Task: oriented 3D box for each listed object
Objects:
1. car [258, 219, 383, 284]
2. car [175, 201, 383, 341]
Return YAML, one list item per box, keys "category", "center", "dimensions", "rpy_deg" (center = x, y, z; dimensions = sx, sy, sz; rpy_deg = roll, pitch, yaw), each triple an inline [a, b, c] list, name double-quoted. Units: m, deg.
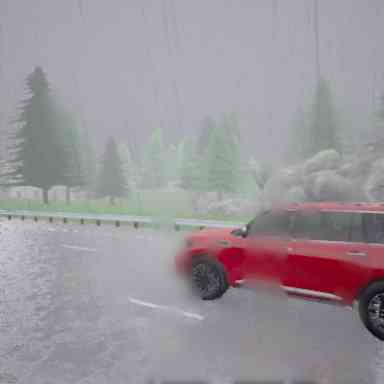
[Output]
- category: "car"
  center: [4.458, 1.573, 9.359]
  dimensions: [4.718, 1.301, 1.895]
  rpy_deg: [0, 0, 35]
- category: "car"
  center: [2.284, 1.201, 6.588]
  dimensions: [5.566, 2.045, 2.150]
  rpy_deg: [0, 0, 35]
